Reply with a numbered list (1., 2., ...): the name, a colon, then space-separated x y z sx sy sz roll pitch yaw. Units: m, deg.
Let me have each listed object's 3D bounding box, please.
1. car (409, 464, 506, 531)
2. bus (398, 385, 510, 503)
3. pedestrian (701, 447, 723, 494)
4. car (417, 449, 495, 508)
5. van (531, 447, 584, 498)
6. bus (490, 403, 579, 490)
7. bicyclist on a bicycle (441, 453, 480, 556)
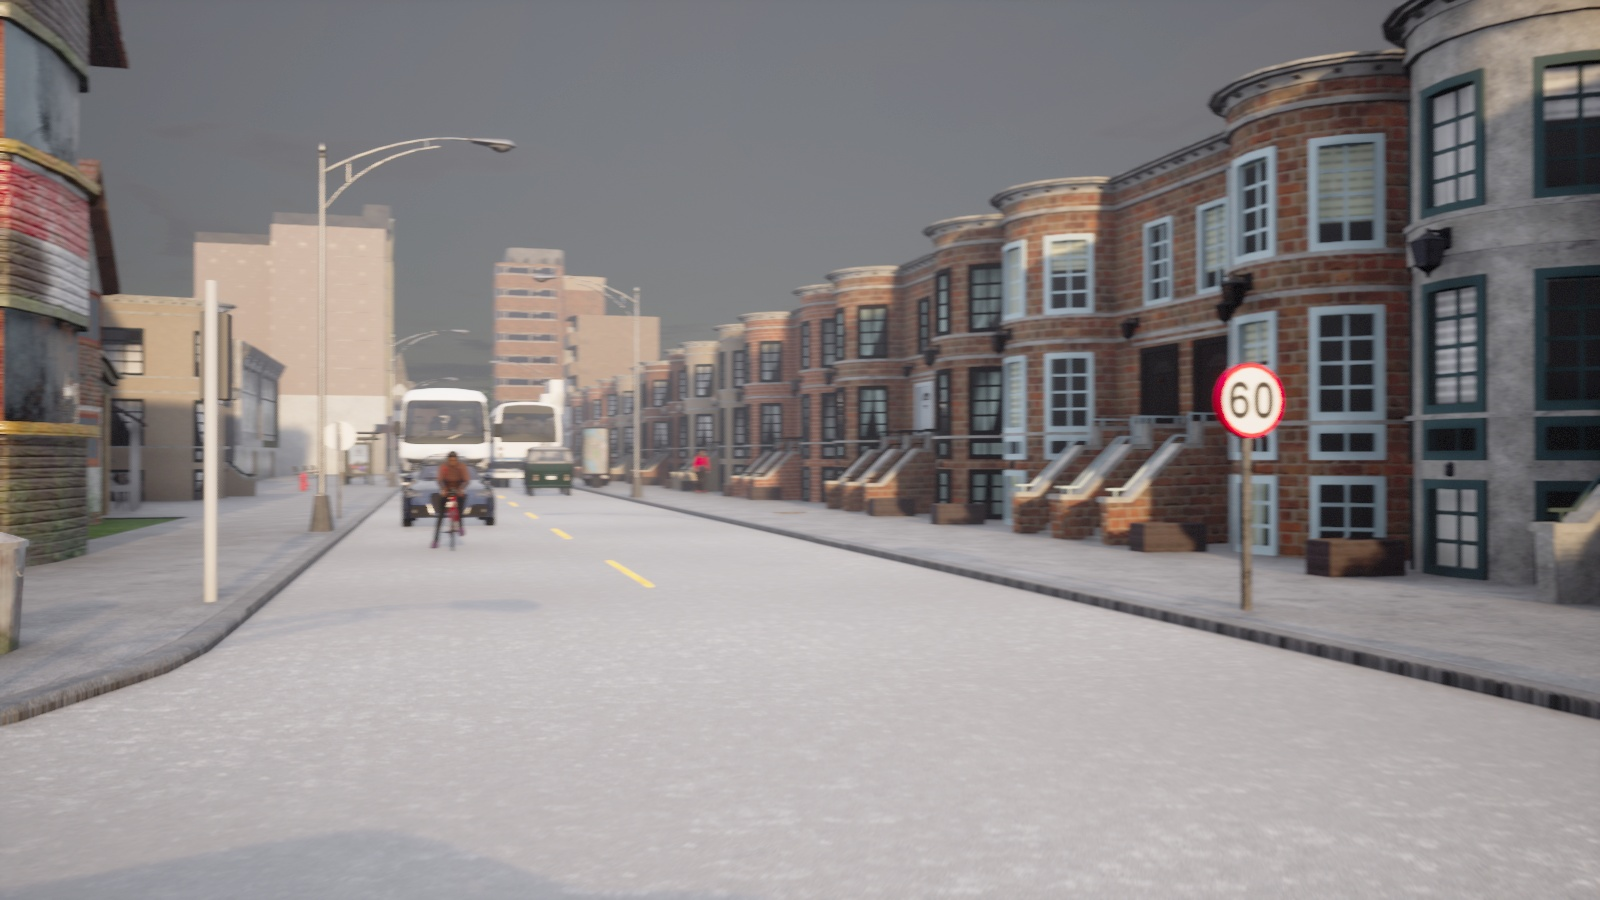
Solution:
1. car: -7.895 1.038 28.937 1.994 1.385 4.181 0 0 -16
2. bus: -14.045 -0.230 51.026 3.944 4.253 10.273 0 0 -16
3. pedestrian: -3.461 0.791 49.282 0.634 1.844 0.899 0 0 -20
4. car: -10.493 0.826 38.274 2.152 1.651 5.027 0 0 -15
5. van: -9.934 0.880 51.190 1.775 1.987 4.442 0 0 -16
6. bus: -14.288 -0.127 66.825 3.944 4.253 10.273 0 0 -16
7. bicyclist on a bicycle: -5.586 0.861 20.652 0.582 1.620 1.656 0 0 -15
